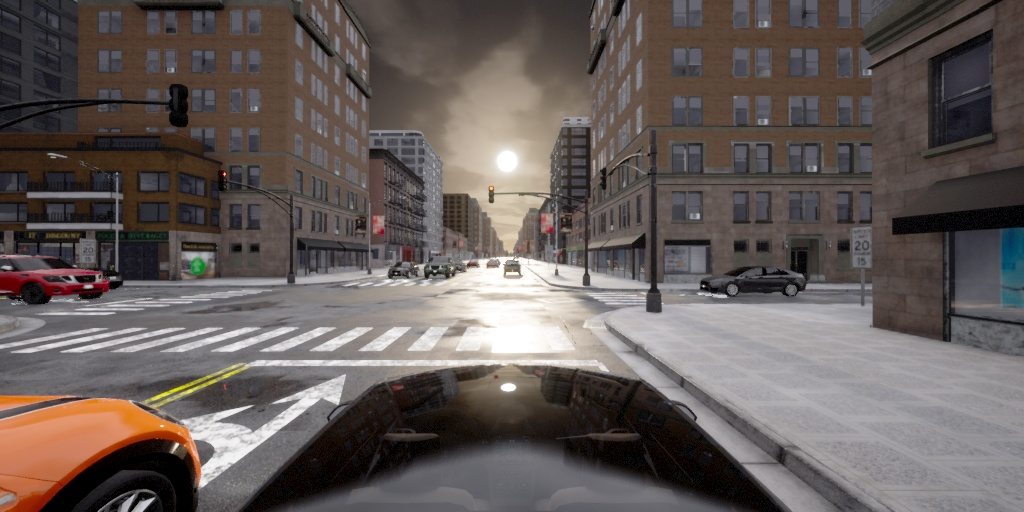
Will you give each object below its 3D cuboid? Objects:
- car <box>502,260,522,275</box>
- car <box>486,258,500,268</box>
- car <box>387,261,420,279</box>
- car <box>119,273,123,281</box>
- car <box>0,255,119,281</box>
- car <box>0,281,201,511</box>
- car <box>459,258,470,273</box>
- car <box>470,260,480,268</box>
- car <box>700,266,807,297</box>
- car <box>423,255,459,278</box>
[{"bbox_3d":[0.033,1.252,39.260,1.837,1.490,4.892,0,0,0],"label":"car"},{"bbox_3d":[-3.359,1.304,61.955,1.994,1.385,4.181,0,0,0],"label":"car"},{"bbox_3d":[-9.900,1.253,33.055,1.837,1.490,4.892,0,0,0],"label":"car"},{"bbox_3d":[-25.408,1.330,20.966,4.313,1.339,1.948,0,0,0],"label":"car"},{"bbox_3d":[-21.018,0.965,15.468,5.566,2.045,2.150,0,0,0],"label":"car"},{"bbox_3d":[-3.237,1.102,0.608,2.097,1.767,4.553,0,0,0],"label":"car"},{"bbox_3d":[-6.681,1.310,43.912,1.994,1.385,4.181,0,0,-1],"label":"car"},{"bbox_3d":[-6.664,1.341,61.414,1.895,1.301,4.718,0,0,0],"label":"car"},{"bbox_3d":[12.423,1.291,18.644,4.892,1.490,1.837,-1,0,1],"label":"car"},{"bbox_3d":[-6.646,0.970,33.608,2.150,2.045,5.566,0,0,0],"label":"car"}]
